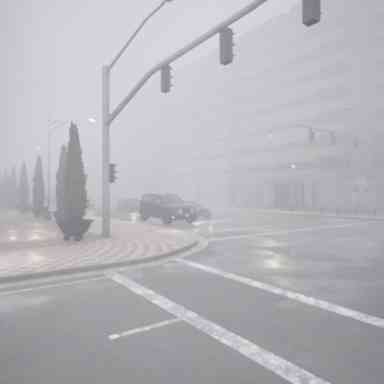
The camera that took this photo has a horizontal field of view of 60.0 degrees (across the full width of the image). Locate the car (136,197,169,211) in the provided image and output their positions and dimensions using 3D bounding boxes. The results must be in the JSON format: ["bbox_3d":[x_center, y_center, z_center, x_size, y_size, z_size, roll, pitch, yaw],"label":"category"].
[{"bbox_3d":[-4.872,1.408,40.664,1.882,1.535,5.008,0,0,-35],"label":"car"}]

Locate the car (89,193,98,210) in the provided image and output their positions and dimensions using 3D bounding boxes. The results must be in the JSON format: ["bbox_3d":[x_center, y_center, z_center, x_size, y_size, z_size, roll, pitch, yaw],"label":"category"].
[{"bbox_3d":[-13.587,1.287,40.526,2.097,1.767,4.553,0,0,-35],"label":"car"}]

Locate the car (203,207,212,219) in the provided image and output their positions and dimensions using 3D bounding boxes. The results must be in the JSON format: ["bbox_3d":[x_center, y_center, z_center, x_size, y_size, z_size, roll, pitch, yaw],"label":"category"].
[{"bbox_3d":[-0.304,1.459,27.798,1.812,1.442,4.674,0,0,-35],"label":"car"}]

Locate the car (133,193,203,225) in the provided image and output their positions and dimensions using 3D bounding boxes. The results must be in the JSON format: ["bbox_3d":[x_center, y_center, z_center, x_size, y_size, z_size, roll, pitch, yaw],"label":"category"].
[{"bbox_3d":[-1.895,1.149,23.984,2.150,2.045,5.566,0,1,-35],"label":"car"}]

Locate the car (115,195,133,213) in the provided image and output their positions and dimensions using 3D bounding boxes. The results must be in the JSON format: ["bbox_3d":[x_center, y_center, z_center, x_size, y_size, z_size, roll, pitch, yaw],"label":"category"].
[{"bbox_3d":[-6.663,1.435,36.788,1.837,1.490,4.892,0,1,-35],"label":"car"}]
